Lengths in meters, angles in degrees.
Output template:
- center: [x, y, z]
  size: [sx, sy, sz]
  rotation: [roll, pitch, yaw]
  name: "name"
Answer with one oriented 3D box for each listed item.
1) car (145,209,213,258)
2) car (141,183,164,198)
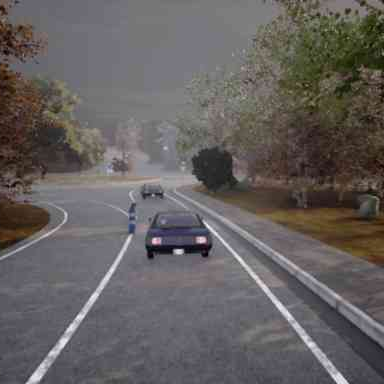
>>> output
- center: [-0.526, 1.234, 11.223]
  size: [1.895, 1.301, 4.718]
  rotation: [-1, 3, -5]
  name: "car"
- center: [-3.770, -0.212, 30.980]
  size: [1.895, 1.301, 4.718]
  rotation: [-1, 6, -11]
  name: "car"
